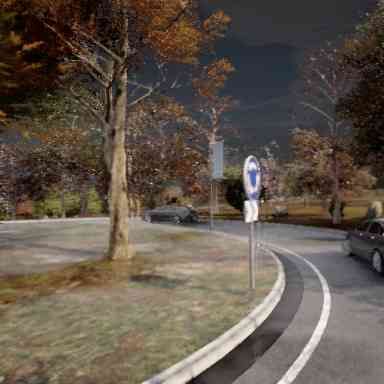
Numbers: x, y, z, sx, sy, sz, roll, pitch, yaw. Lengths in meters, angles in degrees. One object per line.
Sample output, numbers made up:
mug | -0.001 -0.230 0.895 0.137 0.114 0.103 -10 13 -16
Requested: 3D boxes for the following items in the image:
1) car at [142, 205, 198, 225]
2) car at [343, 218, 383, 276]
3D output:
car | -1.840 1.783 26.786 4.892 1.490 1.837 0 -2 33
car | 6.303 1.585 10.529 1.837 1.490 4.892 0 -1 9
